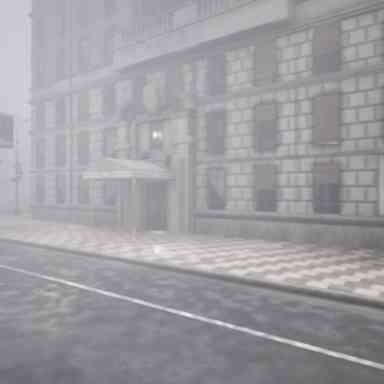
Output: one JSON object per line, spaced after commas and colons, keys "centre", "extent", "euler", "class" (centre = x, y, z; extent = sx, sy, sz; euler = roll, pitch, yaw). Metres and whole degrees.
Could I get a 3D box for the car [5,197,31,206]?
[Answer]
{"centre": [-25.643, 1.479, 51.220], "extent": [2.033, 1.411, 5.357], "euler": [0, 0, 36], "class": "car"}
